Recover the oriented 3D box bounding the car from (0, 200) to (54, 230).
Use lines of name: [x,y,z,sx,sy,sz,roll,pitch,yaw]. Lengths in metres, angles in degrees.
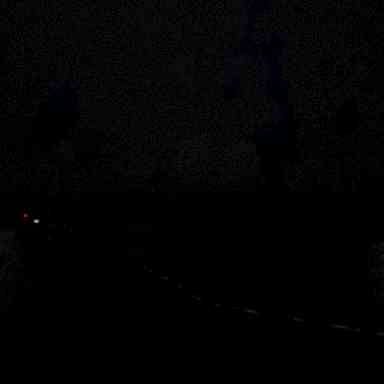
car: [-9.408,1.074,16.914,4.718,1.301,1.895,1,2,27]
